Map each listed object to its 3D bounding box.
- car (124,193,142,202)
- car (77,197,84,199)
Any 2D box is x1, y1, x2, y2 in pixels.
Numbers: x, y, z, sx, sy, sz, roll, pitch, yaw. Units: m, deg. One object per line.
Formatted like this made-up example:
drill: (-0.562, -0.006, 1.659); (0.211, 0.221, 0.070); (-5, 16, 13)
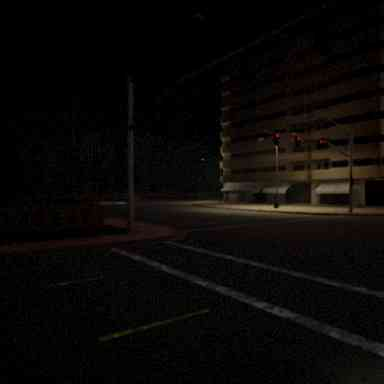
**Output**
car: (-11.678, 1.072, 65.650); (2.097, 1.767, 4.553); (0, 0, 16)
car: (-14.488, 1.375, 43.159); (1.895, 1.301, 4.718); (5, 1, 11)
